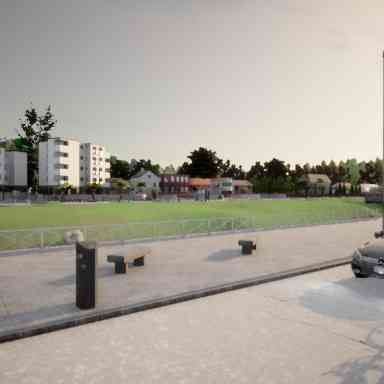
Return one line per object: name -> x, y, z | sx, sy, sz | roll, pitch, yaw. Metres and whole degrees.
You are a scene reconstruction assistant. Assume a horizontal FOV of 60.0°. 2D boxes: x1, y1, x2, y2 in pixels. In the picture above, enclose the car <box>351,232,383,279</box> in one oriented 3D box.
car -> 6.193, 1.526, 8.938 | 4.674, 1.442, 1.812 | 0, 0, -36
